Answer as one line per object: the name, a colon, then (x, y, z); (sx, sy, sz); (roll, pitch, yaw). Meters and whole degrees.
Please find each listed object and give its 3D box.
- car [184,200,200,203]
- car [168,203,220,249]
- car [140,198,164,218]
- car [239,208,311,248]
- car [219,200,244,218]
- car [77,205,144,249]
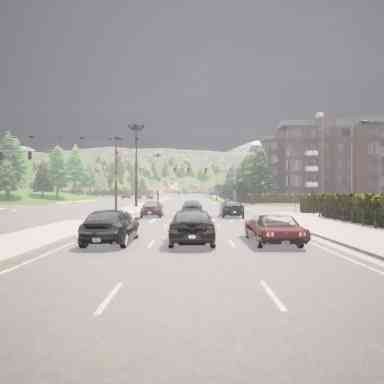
car: (-0.011, 1.515, 29.648); (1.837, 1.490, 4.892); (0, 0, 0)
car: (0.000, 1.483, 14.589); (1.882, 1.535, 5.008); (0, 0, 0)
car: (-3.510, 1.531, 29.626); (1.812, 1.442, 4.674); (0, 0, 0)
car: (3.500, 1.614, 14.619); (1.895, 1.301, 4.718); (0, 0, 0)
car: (3.489, 1.483, 29.671); (1.882, 1.535, 5.008); (0, 0, 0)
car: (-3.500, 1.514, 14.589); (1.837, 1.490, 4.892); (0, 0, 0)
